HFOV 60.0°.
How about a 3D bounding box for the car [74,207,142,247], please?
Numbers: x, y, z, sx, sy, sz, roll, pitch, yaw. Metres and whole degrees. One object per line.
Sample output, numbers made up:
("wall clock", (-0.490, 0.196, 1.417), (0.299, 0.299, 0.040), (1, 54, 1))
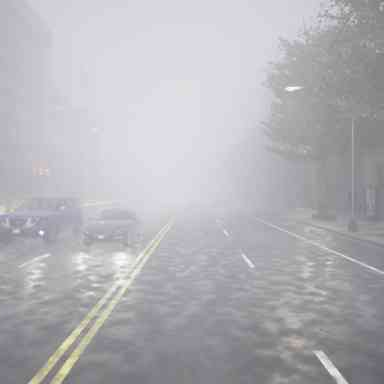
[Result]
("car", (-3.474, 1.507, 15.219), (1.837, 1.490, 4.892), (0, -1, 1))

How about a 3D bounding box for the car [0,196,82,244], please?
("car", (-6.967, 1.223, 16.032), (2.150, 2.045, 5.566), (0, 0, 1))

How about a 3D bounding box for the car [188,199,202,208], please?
("car", (0.420, 1.601, 48.240), (1.895, 1.301, 4.718), (0, 0, 0))

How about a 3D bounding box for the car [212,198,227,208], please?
("car", (3.911, 1.564, 47.306), (1.994, 1.385, 4.181), (0, 0, 0))
